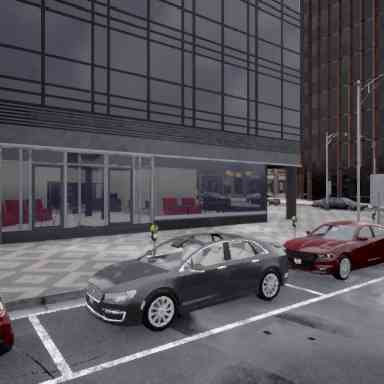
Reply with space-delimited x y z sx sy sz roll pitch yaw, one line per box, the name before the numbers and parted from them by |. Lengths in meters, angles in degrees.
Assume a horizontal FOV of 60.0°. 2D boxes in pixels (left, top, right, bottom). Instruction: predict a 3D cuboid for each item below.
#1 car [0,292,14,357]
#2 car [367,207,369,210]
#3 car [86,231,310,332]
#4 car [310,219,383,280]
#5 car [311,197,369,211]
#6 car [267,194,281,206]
car | -4.318 1.440 3.570 4.097 1.590 1.967 0 0 -36
car | 9.005 1.441 13.084 4.097 1.590 1.967 0 0 -36
car | 0.123 1.551 6.741 4.403 1.369 2.008 0 0 -36
car | 4.564 1.545 9.912 4.507 1.381 1.887 0 0 -36
car | 14.933 1.203 33.792 2.033 1.411 5.357 0 1 -41
car | 9.002 0.961 42.155 1.837 1.490 4.892 0 1 -36
